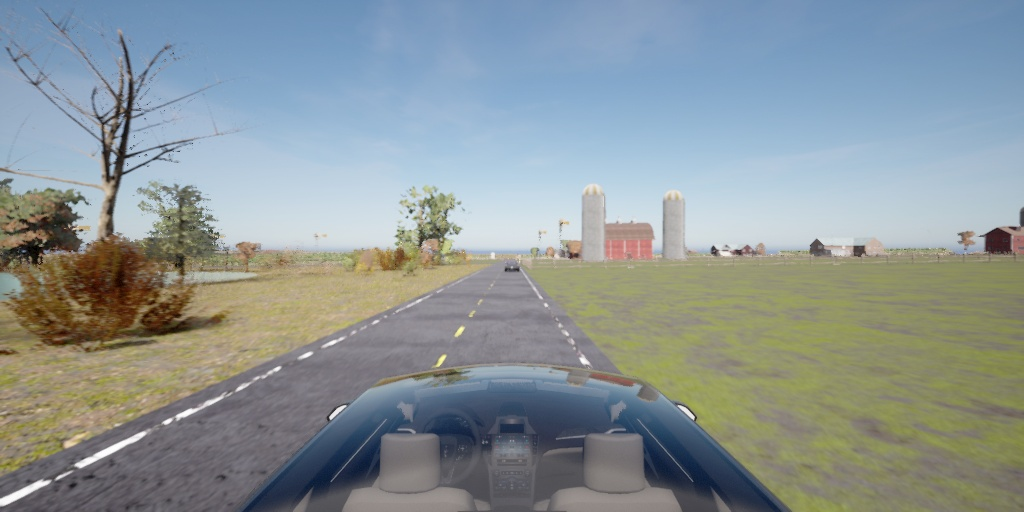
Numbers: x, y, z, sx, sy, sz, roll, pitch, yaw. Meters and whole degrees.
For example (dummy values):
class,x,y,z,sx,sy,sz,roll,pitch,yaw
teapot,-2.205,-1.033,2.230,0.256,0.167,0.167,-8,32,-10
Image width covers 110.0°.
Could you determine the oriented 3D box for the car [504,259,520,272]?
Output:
class,x,y,z,sx,sy,sz,roll,pitch,yaw
car,0.009,1.308,46.061,1.994,1.385,4.181,0,0,0
